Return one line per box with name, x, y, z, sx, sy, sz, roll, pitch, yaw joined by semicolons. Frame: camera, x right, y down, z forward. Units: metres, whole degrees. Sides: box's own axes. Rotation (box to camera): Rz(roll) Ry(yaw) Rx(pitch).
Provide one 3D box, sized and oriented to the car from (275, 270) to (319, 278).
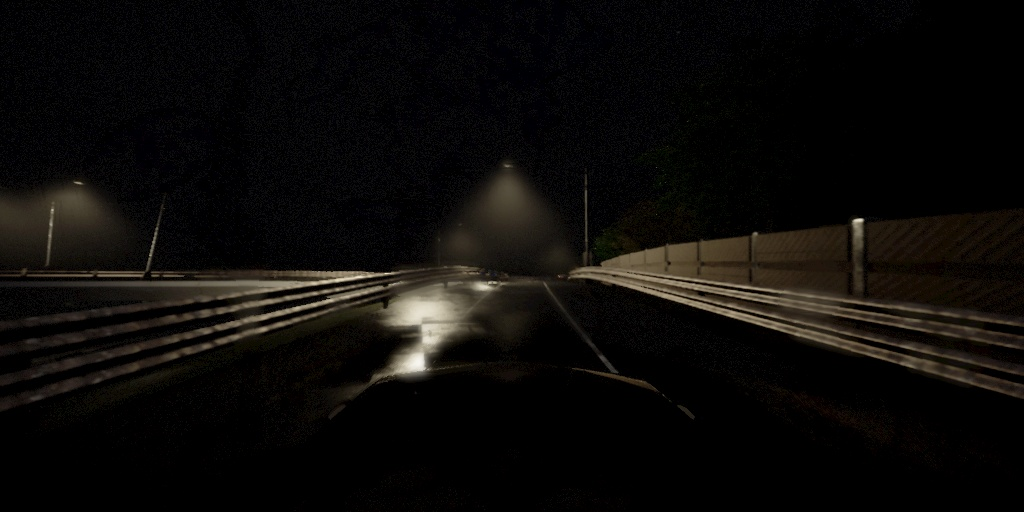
car;-28.238;2.579;47.236;4.902;1.511;2.128;2;-4;-31
